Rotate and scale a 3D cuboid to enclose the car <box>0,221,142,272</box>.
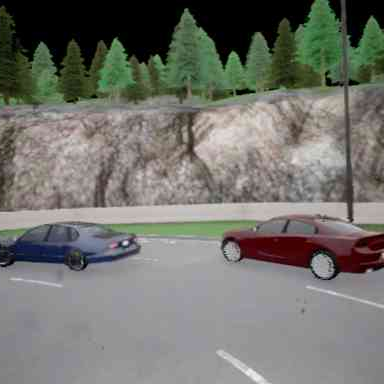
[{"bbox_3d":[-4.380,1.705,11.179,5.357,1.411,2.033,-2,0,21],"label":"car"}]

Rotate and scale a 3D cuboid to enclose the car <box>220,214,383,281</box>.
[{"bbox_3d":[2.958,1.385,9.715,1.882,1.535,5.008,-1,-1,-39],"label":"car"}]
